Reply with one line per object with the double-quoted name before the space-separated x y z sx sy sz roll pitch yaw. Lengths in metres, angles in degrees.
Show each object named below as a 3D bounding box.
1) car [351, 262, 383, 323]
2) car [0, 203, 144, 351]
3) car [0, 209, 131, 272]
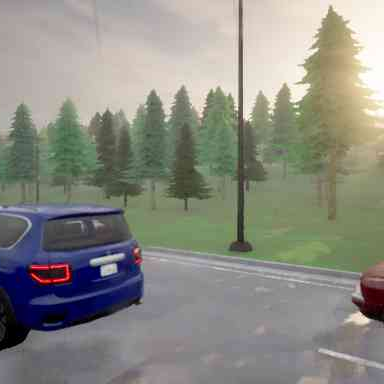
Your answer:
"car" 4.931 1.600 4.719 4.718 1.301 1.895 0 0 36
"car" -3.426 1.226 6.446 5.566 2.045 2.150 0 0 35
"car" -4.592 1.481 11.550 5.008 1.535 1.882 0 0 35
